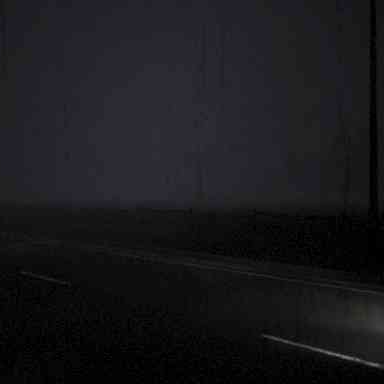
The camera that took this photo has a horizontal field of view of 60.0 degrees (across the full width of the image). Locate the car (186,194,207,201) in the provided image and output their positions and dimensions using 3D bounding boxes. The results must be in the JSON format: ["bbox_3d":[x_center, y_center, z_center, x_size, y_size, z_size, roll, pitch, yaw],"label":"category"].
[{"bbox_3d":[0.983,1.334,73.953,4.605,1.855,1.932,0,0,35],"label":"car"}]
